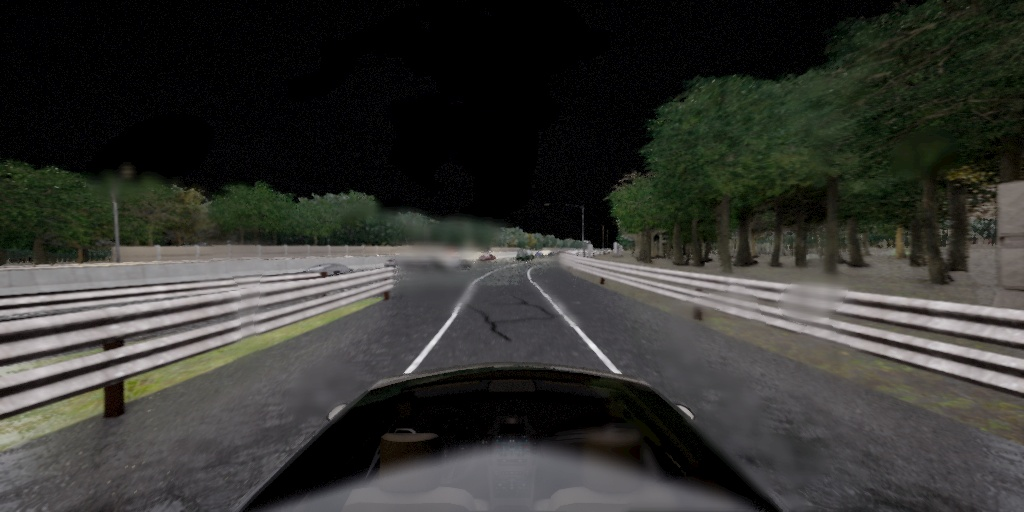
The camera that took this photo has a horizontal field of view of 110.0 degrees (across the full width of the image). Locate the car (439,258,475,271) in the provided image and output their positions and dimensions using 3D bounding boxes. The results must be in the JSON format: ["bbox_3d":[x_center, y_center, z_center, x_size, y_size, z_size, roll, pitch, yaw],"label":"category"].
[{"bbox_3d":[-5.581,0.843,38.226,1.994,1.385,4.181,0,1,18],"label":"car"}]

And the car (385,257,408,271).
[{"bbox_3d":[-12.244,0.801,40.375,2.128,1.511,4.902,0,1,18],"label":"car"}]

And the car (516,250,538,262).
[{"bbox_3d":[2.343,-0.058,62.855,2.150,2.045,5.566,0,1,18],"label":"car"}]

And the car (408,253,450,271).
[{"bbox_3d":[-8.911,0.772,39.308,1.882,1.535,5.008,0,1,18],"label":"car"}]

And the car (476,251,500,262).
[{"bbox_3d":[-4.319,0.278,64.996,1.812,1.442,4.674,0,1,18],"label":"car"}]

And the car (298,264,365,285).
[{"bbox_3d":[-10.861,1.185,21.821,1.812,1.442,4.674,0,1,18],"label":"car"}]
